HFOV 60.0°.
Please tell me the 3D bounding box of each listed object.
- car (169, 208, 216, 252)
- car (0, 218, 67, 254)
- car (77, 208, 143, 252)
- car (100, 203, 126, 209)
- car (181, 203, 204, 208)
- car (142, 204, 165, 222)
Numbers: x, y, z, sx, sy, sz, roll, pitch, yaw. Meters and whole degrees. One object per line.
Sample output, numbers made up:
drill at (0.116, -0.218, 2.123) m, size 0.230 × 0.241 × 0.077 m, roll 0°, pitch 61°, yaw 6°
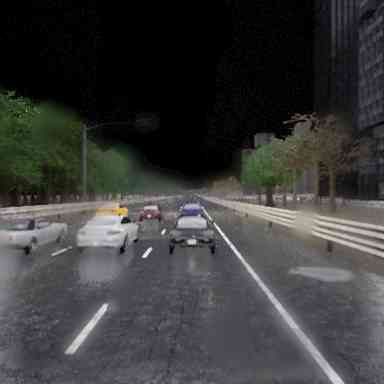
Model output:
car at (0.011, 1.662, 14.376) m, size 1.812 × 1.442 × 4.674 m, roll 0°, pitch 0°, yaw 0°
car at (-6.992, 1.735, 14.102) m, size 1.895 × 1.301 × 4.718 m, roll 0°, pitch 0°, yaw 0°
car at (-3.488, 1.662, 14.382) m, size 1.812 × 1.442 × 4.674 m, roll 0°, pitch 0°, yaw 0°
car at (-6.980, 1.751, 29.483) m, size 1.882 × 1.535 × 5.008 m, roll 0°, pitch 0°, yaw 0°
car at (0.020, 1.751, 29.472) m, size 1.882 × 1.535 × 5.008 m, roll 0°, pitch 0°, yaw 0°
car at (-3.482, 1.798, 29.386) m, size 1.812 × 1.442 × 4.674 m, roll 0°, pitch 0°, yaw 0°
